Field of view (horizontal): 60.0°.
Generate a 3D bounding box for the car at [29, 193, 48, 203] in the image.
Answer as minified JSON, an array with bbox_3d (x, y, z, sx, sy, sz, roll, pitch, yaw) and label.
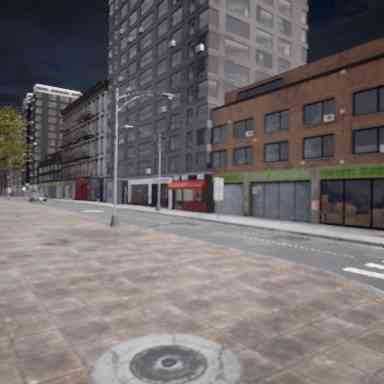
[{"bbox_3d":[-22.393,0.849,48.442,2.128,1.511,4.902,1,-1,-36],"label":"car"}]
